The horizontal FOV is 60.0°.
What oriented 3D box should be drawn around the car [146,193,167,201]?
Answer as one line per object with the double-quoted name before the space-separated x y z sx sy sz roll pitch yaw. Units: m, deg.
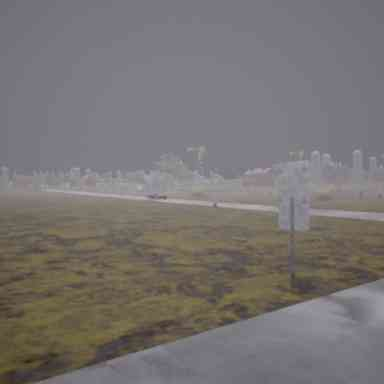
"car" -6.206 0.795 58.638 1.895 1.301 4.718 -1 2 -36
